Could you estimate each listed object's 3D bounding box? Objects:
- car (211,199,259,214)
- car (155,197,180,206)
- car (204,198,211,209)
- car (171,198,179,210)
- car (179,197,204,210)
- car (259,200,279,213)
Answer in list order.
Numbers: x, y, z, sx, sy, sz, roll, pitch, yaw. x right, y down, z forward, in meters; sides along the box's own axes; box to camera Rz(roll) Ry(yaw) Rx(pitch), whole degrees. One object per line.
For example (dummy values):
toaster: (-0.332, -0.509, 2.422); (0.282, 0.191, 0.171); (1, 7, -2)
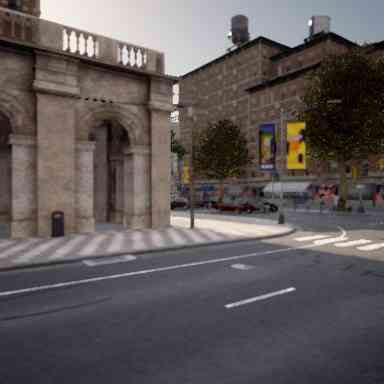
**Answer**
car: (4.493, 1.585, 35.561); (1.895, 1.301, 4.718); (0, 0, -35)
car: (-3.992, 1.509, 53.672); (1.812, 1.442, 4.674); (0, 0, -35)
car: (1.925, 1.546, 45.277); (1.994, 1.385, 4.181); (0, 0, -35)
car: (-3.991, 1.582, 42.117); (1.895, 1.301, 4.718); (0, 0, -35)
car: (-0.915, 1.489, 43.221); (1.837, 1.490, 4.892); (0, 0, -35)
car: (7.605, 1.545, 37.222); (1.994, 1.385, 4.181); (0, 0, -35)
